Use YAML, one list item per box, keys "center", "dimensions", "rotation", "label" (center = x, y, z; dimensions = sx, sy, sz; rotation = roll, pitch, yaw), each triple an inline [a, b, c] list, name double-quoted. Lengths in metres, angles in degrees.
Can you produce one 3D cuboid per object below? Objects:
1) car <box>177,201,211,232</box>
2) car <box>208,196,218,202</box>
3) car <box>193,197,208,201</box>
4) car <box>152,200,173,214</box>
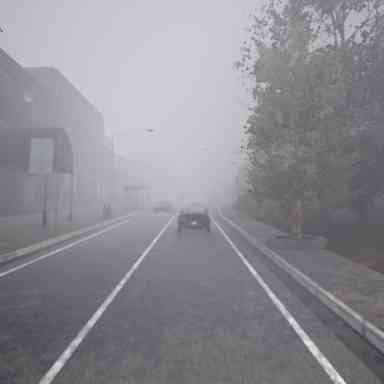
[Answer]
- center: [0.116, 1.548, 20.579]
  dimensions: [1.882, 1.535, 5.008]
  rotation: [0, 0, 0]
  label: "car"
- center: [4.765, 1.608, 78.315]
  dimensions: [1.882, 1.535, 5.008]
  rotation: [-2, 0, 18]
  label: "car"
- center: [0.717, 1.649, 41.585]
  dimensions: [1.812, 1.442, 4.674]
  rotation: [-1, 0, 5]
  label: "car"
- center: [-3.262, 1.689, 38.452]
  dimensions: [2.033, 1.411, 5.357]
  rotation: [0, 0, 3]
  label: "car"
